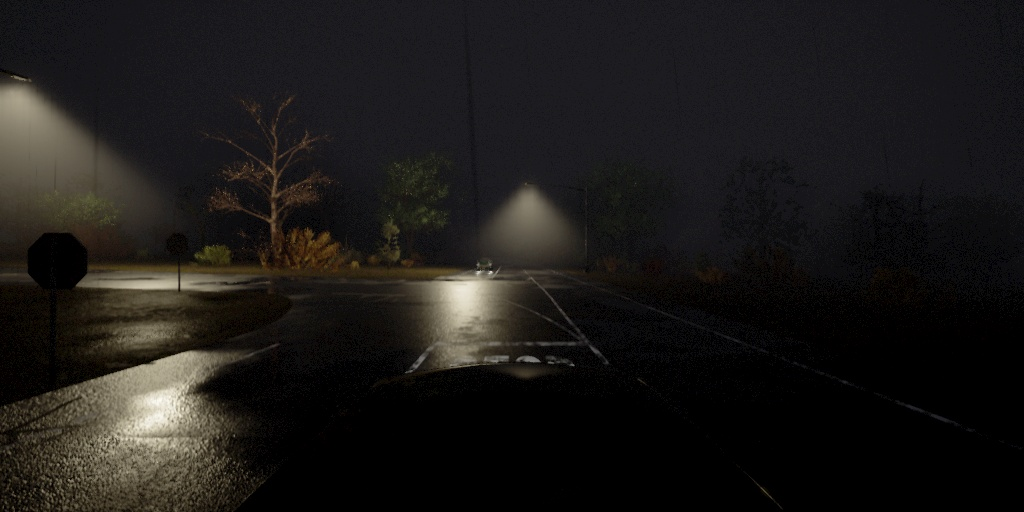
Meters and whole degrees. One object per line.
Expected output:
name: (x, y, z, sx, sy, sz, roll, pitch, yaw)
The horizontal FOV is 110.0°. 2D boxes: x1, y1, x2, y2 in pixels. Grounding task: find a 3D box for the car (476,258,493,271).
car: (-3.609, 1.049, 47.902, 2.097, 1.767, 4.553, 0, 0, 0)
